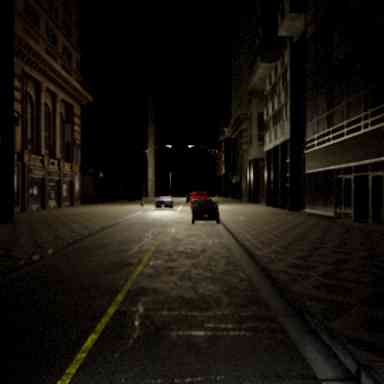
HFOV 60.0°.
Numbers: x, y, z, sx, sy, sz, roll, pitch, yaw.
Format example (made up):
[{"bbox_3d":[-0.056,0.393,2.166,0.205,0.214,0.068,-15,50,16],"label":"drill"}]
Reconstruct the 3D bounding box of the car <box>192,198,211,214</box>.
[{"bbox_3d":[0.897,1.325,33.414,1.812,1.442,4.674,0,0,0],"label":"car"}]

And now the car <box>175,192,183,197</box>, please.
[{"bbox_3d":[-3.009,0.578,78.906,2.097,1.767,4.553,0,0,0],"label":"car"}]

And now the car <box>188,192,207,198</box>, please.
[{"bbox_3d":[0.896,0.994,39.443,2.150,2.045,5.566,0,0,0],"label":"car"}]

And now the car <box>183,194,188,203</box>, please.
[{"bbox_3d":[-0.007,1.039,57.815,2.097,1.767,4.553,0,0,0],"label":"car"}]

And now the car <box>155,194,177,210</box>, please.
[{"bbox_3d":[-3.096,1.267,38.364,2.128,1.511,4.902,0,0,0],"label":"car"}]

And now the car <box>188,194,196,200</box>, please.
[{"bbox_3d":[-0.009,1.093,76.991,1.895,1.301,4.718,0,0,0],"label":"car"}]

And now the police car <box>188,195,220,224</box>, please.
[{"bbox_3d":[0.898,1.279,23.523,1.930,1.638,5.238,0,0,0],"label":"police car"}]
